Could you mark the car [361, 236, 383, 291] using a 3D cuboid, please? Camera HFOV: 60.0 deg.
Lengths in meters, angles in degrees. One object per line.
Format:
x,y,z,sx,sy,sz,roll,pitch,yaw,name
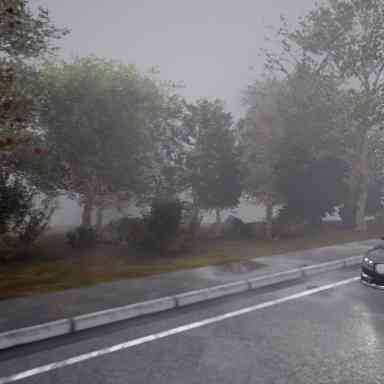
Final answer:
5.919,1.472,7.888,4.902,1.511,2.128,0,0,-35,car
